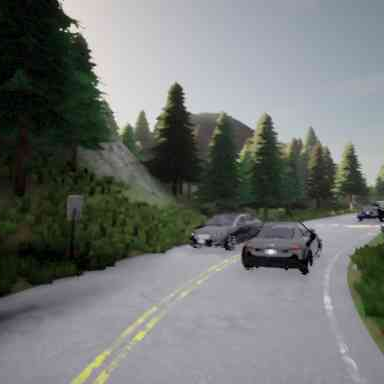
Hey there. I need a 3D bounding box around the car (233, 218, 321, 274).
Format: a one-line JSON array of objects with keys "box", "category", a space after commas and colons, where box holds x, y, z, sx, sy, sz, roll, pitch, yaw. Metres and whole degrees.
[{"box": [3.105, 1.671, 11.159, 1.994, 1.385, 4.181, -2, -1, 26], "category": "car"}]

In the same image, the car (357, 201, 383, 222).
[{"box": [15.628, 1.760, 28.591, 2.033, 1.411, 5.357, -3, -2, 39], "category": "car"}]

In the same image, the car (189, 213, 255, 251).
[{"box": [1.710, 1.737, 15.392, 2.128, 1.511, 4.902, -3, -2, 33], "category": "car"}]
